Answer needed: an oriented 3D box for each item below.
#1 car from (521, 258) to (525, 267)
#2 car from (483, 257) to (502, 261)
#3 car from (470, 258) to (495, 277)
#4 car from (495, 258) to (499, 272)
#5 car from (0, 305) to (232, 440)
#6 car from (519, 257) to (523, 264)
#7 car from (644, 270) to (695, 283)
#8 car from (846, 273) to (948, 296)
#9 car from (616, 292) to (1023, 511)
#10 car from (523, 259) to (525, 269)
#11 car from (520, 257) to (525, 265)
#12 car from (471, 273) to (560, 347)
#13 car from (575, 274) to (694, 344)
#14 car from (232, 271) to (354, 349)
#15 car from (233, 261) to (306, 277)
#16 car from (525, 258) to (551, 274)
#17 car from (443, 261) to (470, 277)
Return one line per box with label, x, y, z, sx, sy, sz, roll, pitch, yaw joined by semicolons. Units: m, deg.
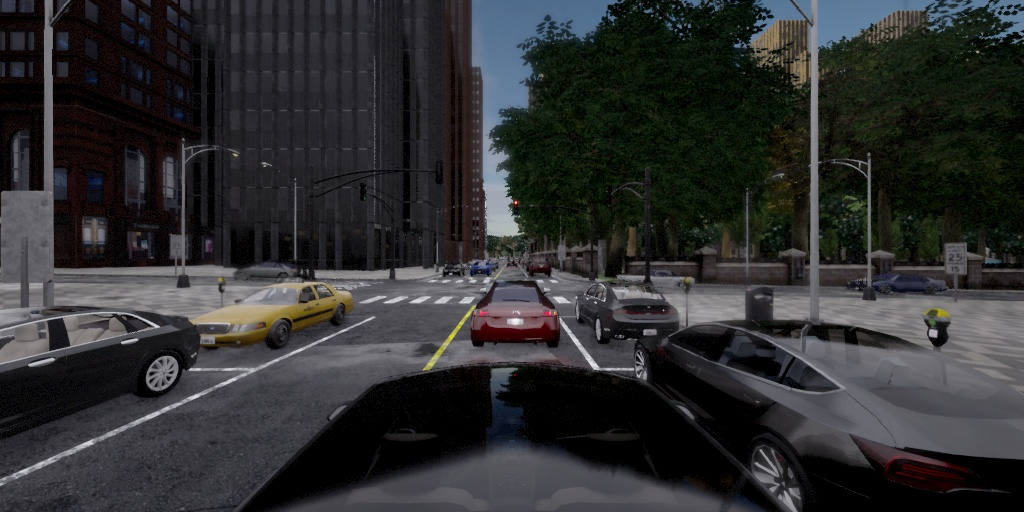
car;2.766;1.331;52.394;2.007;1.370;4.403;0;0;0
car;-3.080;1.277;56.642;2.128;1.511;4.902;0;0;0
car;-3.089;1.241;36.632;1.882;1.535;5.008;0;0;0
car;-3.088;1.338;46.597;1.994;1.385;4.181;0;0;0
car;-5.762;1.300;3.840;2.007;1.370;4.403;0;0;0
car;2.767;1.233;63.307;1.967;1.591;4.097;0;0;0
car;9.375;1.569;23.801;4.718;1.301;1.895;1;0;-5
car;25.961;1.855;24.228;5.357;1.411;2.033;1;0;0
car;2.763;1.316;3.848;1.948;1.339;4.313;0;0;0
car;2.766;1.340;46.938;1.948;1.339;4.313;0;0;0
car;2.767;1.338;57.851;2.007;1.370;4.403;0;0;0
car;0.081;1.314;9.356;1.994;1.385;4.181;0;0;0
car;2.763;1.301;9.361;2.007;1.370;4.403;0;0;0
car;-5.762;1.276;9.182;1.751;1.417;4.829;0;0;0
car;-16.096;1.043;23.995;4.181;1.385;1.994;1;0;0
car;2.765;1.077;36.025;2.192;1.841;5.009;0;0;0
car;-5.760;1.328;36.017;1.948;1.339;4.313;0;0;0
